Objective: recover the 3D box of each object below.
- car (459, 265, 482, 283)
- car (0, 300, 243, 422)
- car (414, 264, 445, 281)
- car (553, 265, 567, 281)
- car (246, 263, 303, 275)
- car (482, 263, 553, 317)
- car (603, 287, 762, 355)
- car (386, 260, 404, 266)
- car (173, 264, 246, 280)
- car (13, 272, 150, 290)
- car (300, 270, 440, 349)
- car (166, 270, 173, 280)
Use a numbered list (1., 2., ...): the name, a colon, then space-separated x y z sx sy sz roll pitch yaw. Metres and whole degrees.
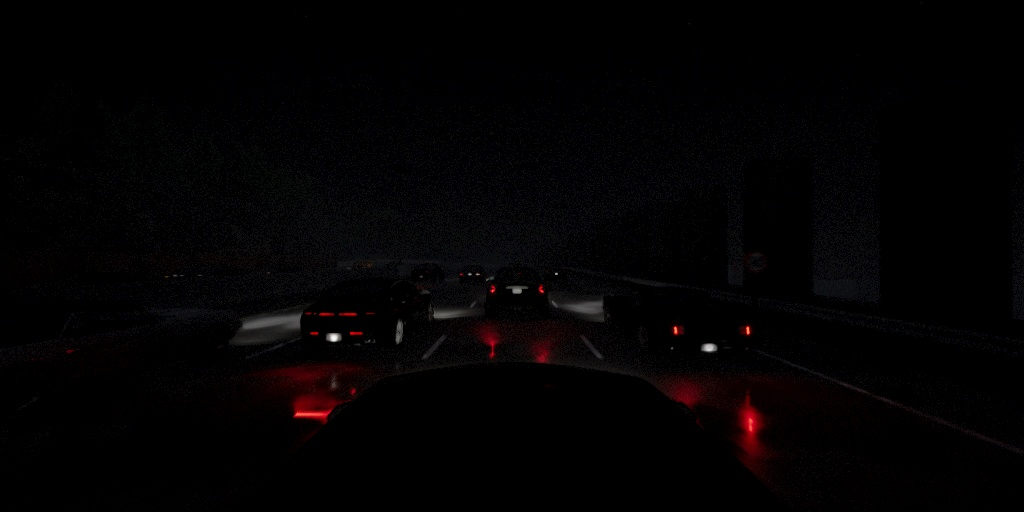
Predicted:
1. car: -3.193 1.447 29.624 2.033 1.411 5.357 0 0 0
2. car: -6.889 1.361 5.747 1.895 1.301 4.718 0 0 0
3. car: -6.700 1.367 28.998 1.882 1.535 5.008 0 0 0
4. car: 3.784 1.493 32.635 1.994 1.385 4.181 0 0 0
5. car: -20.912 1.373 32.299 2.128 1.511 4.902 0 0 0
6. car: 0.186 1.168 13.720 2.097 1.767 4.553 0 0 1
7. car: 3.632 1.397 8.778 1.895 1.301 4.718 0 0 1
8. car: -17.940 1.560 54.995 2.033 1.411 5.357 0 0 -3
9. car: -24.400 1.408 29.793 2.033 1.411 5.357 0 0 0
10. car: -17.509 1.355 14.842 1.994 1.385 4.181 0 0 1
11. car: -3.355 1.291 9.212 1.837 1.490 4.892 0 0 0
12. car: -27.908 1.429 31.696 1.994 1.385 4.181 0 0 0
